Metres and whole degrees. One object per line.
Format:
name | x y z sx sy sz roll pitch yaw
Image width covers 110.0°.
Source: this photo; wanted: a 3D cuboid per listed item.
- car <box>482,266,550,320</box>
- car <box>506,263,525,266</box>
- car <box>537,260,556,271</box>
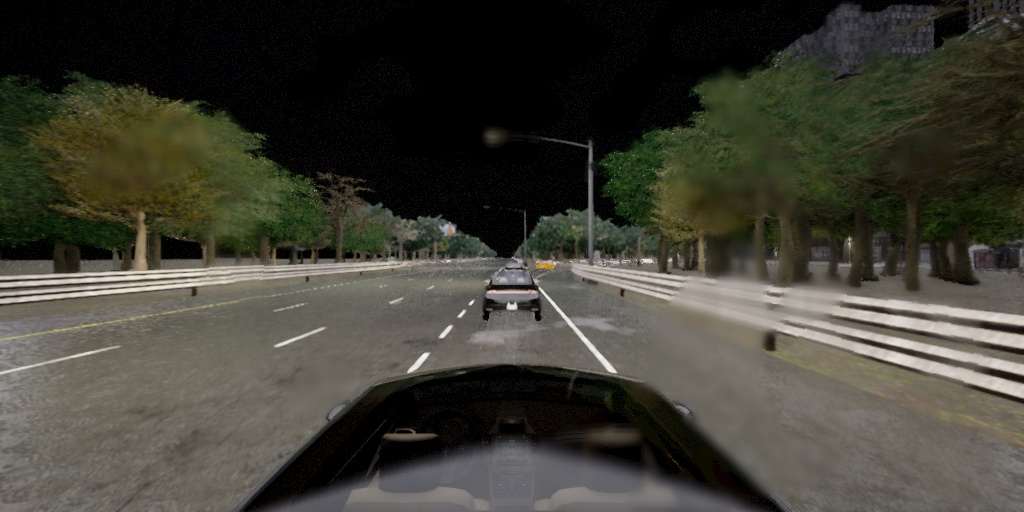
car | 0.002 1.265 12.739 2.128 1.511 4.902 0 0 0
car | 0.316 1.302 29.694 2.128 1.511 4.902 0 0 5
car | 4.994 1.350 51.974 1.882 1.535 5.008 0 -1 20
